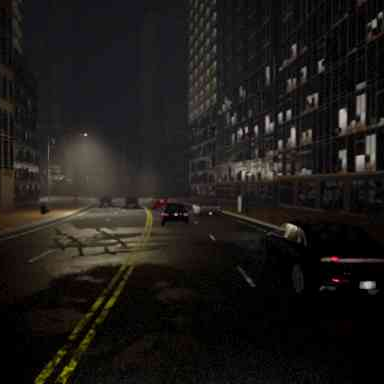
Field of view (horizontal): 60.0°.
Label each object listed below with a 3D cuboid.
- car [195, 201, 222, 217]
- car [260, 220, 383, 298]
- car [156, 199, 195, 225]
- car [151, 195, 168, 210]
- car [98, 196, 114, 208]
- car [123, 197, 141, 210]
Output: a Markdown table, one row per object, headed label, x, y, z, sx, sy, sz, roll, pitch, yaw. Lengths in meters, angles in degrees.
| label | x | y | z | sx | sy | sz | roll | pitch | yaw |
| --- | --- | --- | --- | --- | --- | --- | --- | --- | --- |
| car | 1.231 | 1.474 | 29.467 | 1.895 | 1.301 | 4.718 | 0 | 0 | -8 |
| car | 3.075 | 1.456 | 8.429 | 2.128 | 1.511 | 4.902 | 0 | 0 | -2 |
| car | -1.289 | 1.459 | 23.367 | 2.033 | 1.411 | 5.357 | 0 | 0 | -7 |
| car | -3.863 | 1.185 | 40.481 | 2.097 | 1.767 | 4.553 | 0 | 0 | -10 |
| car | -11.526 | 1.350 | 44.766 | 1.837 | 1.490 | 4.892 | 0 | 0 | -12 |
| car | -7.440 | 1.352 | 40.938 | 1.837 | 1.490 | 4.892 | 0 | 0 | -11 |
